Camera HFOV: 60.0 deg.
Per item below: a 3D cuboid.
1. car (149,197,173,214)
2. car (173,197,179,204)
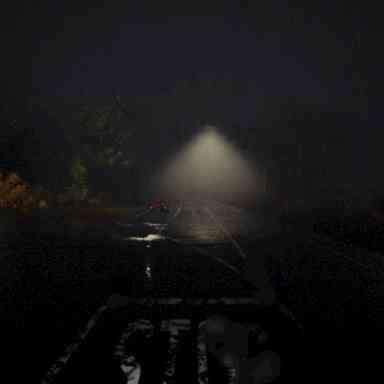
[{"bbox_3d":[-3.368,1.561,35.574,1.812,1.442,4.674,0,0,0],"label":"car"},{"bbox_3d":[-3.476,1.633,64.467,1.994,1.385,4.181,0,0,0],"label":"car"}]
